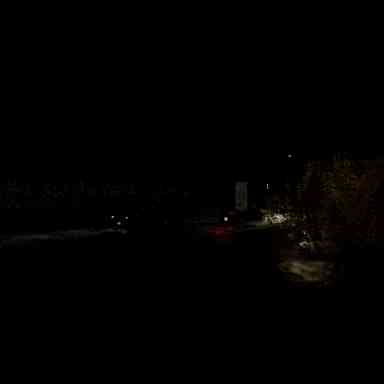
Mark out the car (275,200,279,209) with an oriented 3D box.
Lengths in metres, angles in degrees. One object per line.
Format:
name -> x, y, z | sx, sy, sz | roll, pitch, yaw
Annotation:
car -> 10.457, 1.683, 39.295 | 2.097, 1.767, 4.553 | 0, -1, 41

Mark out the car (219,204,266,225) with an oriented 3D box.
car -> 4.043, 1.706, 26.175 | 1.837, 1.490, 4.892 | 0, 0, 40

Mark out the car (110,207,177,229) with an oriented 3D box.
car -> -3.303, 1.737, 23.198 | 1.895, 1.301, 4.718 | 0, -1, 40
